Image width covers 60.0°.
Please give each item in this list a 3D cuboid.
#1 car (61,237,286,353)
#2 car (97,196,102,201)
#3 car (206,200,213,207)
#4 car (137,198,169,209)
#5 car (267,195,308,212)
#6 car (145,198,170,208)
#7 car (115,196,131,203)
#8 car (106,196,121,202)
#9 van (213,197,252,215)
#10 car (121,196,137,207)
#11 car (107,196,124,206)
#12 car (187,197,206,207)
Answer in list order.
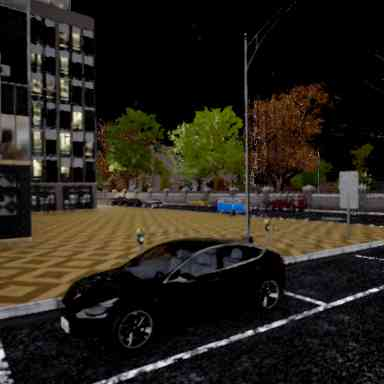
[{"bbox_3d":[-0.083,1.567,6.140,4.313,1.339,1.947,0,-1,-35],"label":"car"},{"bbox_3d":[-25.596,1.681,88.889,1.887,1.381,4.507,-1,0,-36],"label":"car"},{"bbox_3d":[4.470,1.602,48.107,1.802,1.307,4.206,-1,0,-36],"label":"car"},{"bbox_3d":[-5.620,1.689,48.012,2.008,1.369,4.403,-1,0,-36],"label":"car"},{"bbox_3d":[11.154,1.312,39.057,2.192,1.841,5.009,-1,0,-36],"label":"car"},{"bbox_3d":[-5.505,1.636,52.329,1.812,1.442,4.674,-1,0,-36],"label":"car"},{"bbox_3d":[-15.594,1.641,75.250,1.887,1.381,4.507,-1,0,-36],"label":"car"},{"bbox_3d":[-18.938,1.661,79.784,2.008,1.369,4.403,-1,0,-36],"label":"car"},{"bbox_3d":[4.413,1.443,34.434,1.690,1.788,3.998,-1,0,-36],"label":"van"},{"bbox_3d":[-8.965,1.716,52.538,1.947,1.339,4.313,-1,0,-36],"label":"car"},{"bbox_3d":[-12.310,1.729,57.063,1.947,1.339,4.313,-1,0,-36],"label":"car"},{"bbox_3d":[1.024,1.558,52.767,1.752,1.417,4.829,-1,0,-36],"label":"car"}]
